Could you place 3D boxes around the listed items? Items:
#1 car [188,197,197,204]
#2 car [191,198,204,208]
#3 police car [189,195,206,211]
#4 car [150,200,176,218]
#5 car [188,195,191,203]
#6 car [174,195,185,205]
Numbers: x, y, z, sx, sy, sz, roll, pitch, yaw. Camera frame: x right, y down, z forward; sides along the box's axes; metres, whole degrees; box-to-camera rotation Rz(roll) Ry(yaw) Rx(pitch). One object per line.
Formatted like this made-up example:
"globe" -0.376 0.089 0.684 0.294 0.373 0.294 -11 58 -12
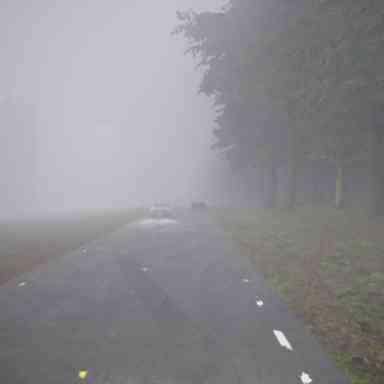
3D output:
"car" 0.044 1.988 78.873 2.033 1.411 5.357 0 -1 0
"car" 0.856 1.736 54.381 1.882 1.535 5.008 0 -1 0
"police car" 0.850 1.591 44.489 1.930 1.638 5.238 0 0 0
"car" -2.830 1.689 31.553 1.895 1.301 4.718 0 0 0
"car" 0.858 1.682 60.355 2.097 1.767 4.553 0 -1 0
"car" -2.709 1.718 72.964 2.150 2.045 5.566 0 -1 0
